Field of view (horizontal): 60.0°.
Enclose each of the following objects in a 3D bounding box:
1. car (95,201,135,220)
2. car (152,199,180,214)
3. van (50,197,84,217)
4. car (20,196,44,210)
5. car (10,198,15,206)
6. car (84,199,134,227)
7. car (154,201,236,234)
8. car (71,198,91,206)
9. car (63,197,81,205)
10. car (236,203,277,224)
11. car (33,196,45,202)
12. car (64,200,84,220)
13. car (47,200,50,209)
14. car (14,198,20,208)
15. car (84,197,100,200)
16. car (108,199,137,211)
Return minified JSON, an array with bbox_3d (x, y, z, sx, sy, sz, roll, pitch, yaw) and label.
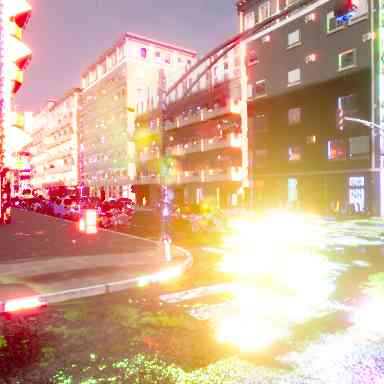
[{"bbox_3d":[-7.022,1.613,29.823,1.812,1.442,4.674,-1,1,-36],"label":"car"},{"bbox_3d":[-2.387,1.440,33.290,1.967,1.590,4.097,-1,1,-36],"label":"car"},{"bbox_3d":[-12.422,1.483,32.880,1.690,1.788,3.998,-1,1,-36],"label":"van"},{"bbox_3d":[-22.128,1.628,46.351,1.967,1.590,4.097,-1,1,-36],"label":"car"},{"bbox_3d":[-31.833,1.782,59.821,1.887,1.381,4.507,-1,1,-36],"label":"car"},{"bbox_3d":[-5.950,1.552,23.902,1.967,1.590,4.097,-1,1,-36],"label":"car"},{"bbox_3d":[0.038,1.548,20.028,2.128,1.511,4.902,-1,0,-36],"label":"car"},{"bbox_3d":[-18.564,1.643,55.740,1.947,1.339,4.313,-1,1,-36],"label":"car"},{"bbox_3d":[-21.799,1.645,60.230,2.008,1.369,4.403,-1,1,-36],"label":"car"},{"bbox_3d":[3.986,1.498,24.449,1.752,1.417,4.829,-1,1,-36],"label":"car"},{"bbox_3d":[-37.977,1.727,82.679,1.887,1.381,4.507,-1,1,-36],"label":"car"},{"bbox_3d":[-9.084,1.652,28.254,1.752,1.417,4.829,-1,1,-36],"label":"car"},{"bbox_3d":[-18.437,1.491,45.763,2.097,1.767,4.553,-1,1,-35],"label":"car"},{"bbox_3d":[-25.361,1.769,50.841,1.947,1.339,4.313,-1,1,-36],"label":"car"},{"bbox_3d":[-15.330,1.501,51.249,1.967,1.590,4.097,-1,1,-36],"label":"car"},{"bbox_3d":[-8.856,1.581,42.270,2.008,1.369,4.403,-1,1,-36],"label":"car"}]
